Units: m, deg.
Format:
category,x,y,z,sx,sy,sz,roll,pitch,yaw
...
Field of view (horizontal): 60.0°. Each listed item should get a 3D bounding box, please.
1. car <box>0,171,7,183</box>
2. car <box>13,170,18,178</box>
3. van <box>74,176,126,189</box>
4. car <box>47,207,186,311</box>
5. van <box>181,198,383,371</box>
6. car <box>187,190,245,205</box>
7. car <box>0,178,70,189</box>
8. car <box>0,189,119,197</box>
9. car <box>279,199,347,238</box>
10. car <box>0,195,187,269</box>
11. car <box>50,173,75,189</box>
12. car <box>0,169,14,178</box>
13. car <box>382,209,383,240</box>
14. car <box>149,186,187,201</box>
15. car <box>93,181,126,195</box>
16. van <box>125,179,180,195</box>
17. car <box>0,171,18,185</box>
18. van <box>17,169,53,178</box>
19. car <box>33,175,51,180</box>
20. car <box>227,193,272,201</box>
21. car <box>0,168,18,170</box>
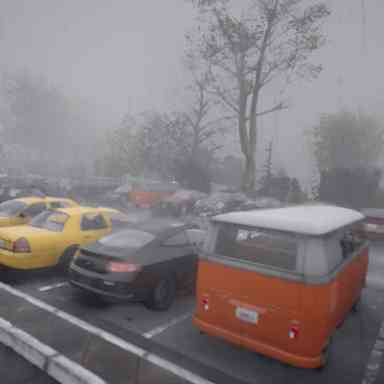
category,x,y,z,sx,sy,sz,roll,pitch,yaw
car,-25.628,-1.932,40.495,2.163,1.488,4.792,7,4,35
car,-18.706,-1.161,35.653,2.097,1.535,5.008,7,4,35
van,-7.004,-0.254,27.565,1.878,1.987,4.442,5,3,35
car,-0.447,1.316,7.437,2.002,1.452,4.674,5,3,35
van,1.943,1.269,5.902,1.878,1.987,4.442,5,3,35
car,2.048,0.707,21.089,2.185,1.767,4.553,5,3,35
car,-7.329,0.497,12.320,2.185,1.767,4.553,5,3,35
car,-5.158,0.837,10.527,1.946,1.575,5.366,5,3,35
car,6.630,1.268,17.834,2.097,1.535,5.008,5,3,35
car,-2.640,1.056,9.210,1.946,1.575,5.366,5,3,35
car,-9.499,-0.382,29.139,2.185,1.767,4.553,5,3,35
car,-11.932,-0.064,15.554,2.435,2.045,5.566,5,3,35
car,9.046,1.525,16.165,2.163,1.488,4.792,5,3,35
car,-0.277,0.615,22.694,2.097,1.535,5.008,5,3,35
car,-4.779,0.190,25.863,2.231,1.521,4.892,5,3,35
van,-2.398,0.182,24.321,1.878,1.987,4.442,6,3,35
car,-23.329,-1.664,38.877,2.163,1.488,4.792,7,4,35
van,-14.046,-0.908,32.234,1.878,1.987,4.442,5,3,35
car,-11.672,-0.435,30.746,2.163,1.488,4.792,5,3,35
car,4.322,1.050,19.446,2.097,1.535,5.008,5,3,35
car,-21.008,-1.676,37.246,2.435,2.045,5.566,7,4,35
